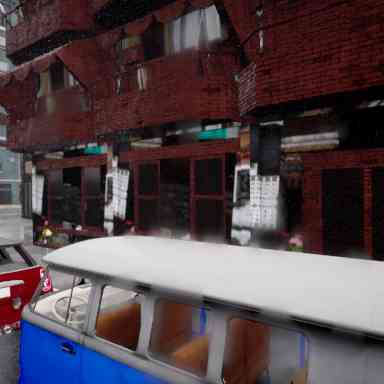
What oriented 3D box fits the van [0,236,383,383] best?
[{"bbox_3d":[0.266,1.341,2.543,3.998,1.788,1.690,0,-1,35],"label":"van"}]
